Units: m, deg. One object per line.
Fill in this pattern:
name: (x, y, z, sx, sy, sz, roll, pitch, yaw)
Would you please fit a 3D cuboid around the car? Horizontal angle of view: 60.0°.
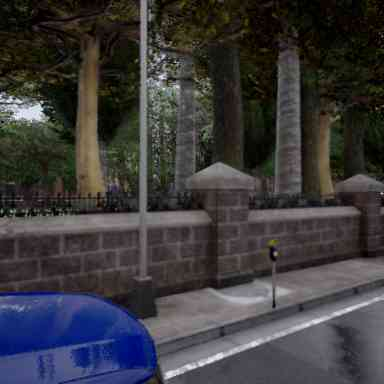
car: (-2.648, 1.212, 1.338, 5.566, 2.045, 2.150, 1, 0, -36)
